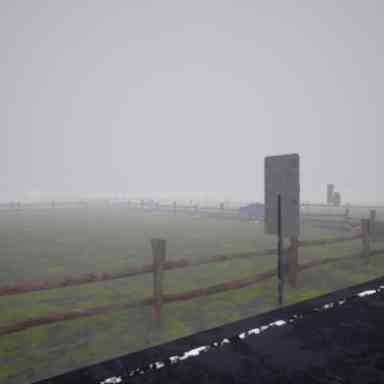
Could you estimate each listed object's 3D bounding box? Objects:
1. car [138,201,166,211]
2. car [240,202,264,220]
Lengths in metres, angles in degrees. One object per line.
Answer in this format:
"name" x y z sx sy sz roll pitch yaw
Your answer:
"car" -5.248 1.764 43.532 1.895 1.301 4.718 0 0 -35
"car" 6.150 1.575 27.466 1.882 1.535 5.008 0 0 -35
